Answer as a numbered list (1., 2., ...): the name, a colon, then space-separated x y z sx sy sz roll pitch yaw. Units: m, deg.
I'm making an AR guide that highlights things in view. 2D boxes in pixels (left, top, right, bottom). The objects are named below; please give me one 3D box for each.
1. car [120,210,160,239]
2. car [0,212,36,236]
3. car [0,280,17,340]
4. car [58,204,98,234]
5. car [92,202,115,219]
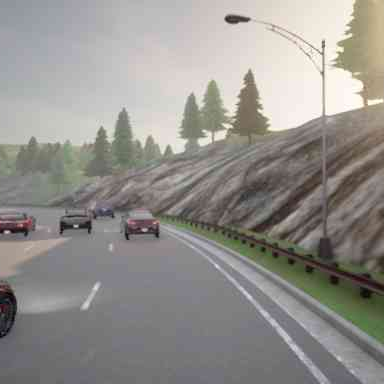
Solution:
1. car: -3.025 1.765 18.947 1.812 1.442 4.674 0 -1 -16
2. car: -10.561 1.867 19.885 1.895 1.301 4.718 0 -1 -19
3. car: -3.747 1.580 3.675 1.812 1.442 4.674 0 -1 -4
4. car: -7.515 1.771 21.496 2.128 1.511 4.902 0 -1 -19
5. car: -9.498 1.789 34.135 2.097 1.767 4.553 0 -1 -28
